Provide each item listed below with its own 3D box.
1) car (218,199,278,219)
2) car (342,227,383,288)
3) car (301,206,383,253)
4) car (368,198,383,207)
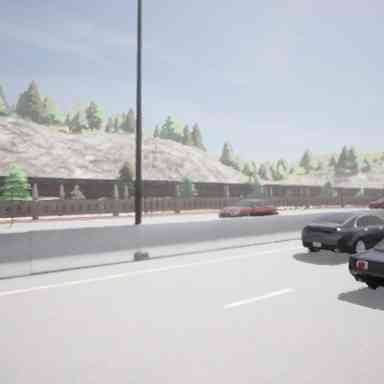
[{"bbox_3d":[4.083,1.321,24.009,4.553,1.767,2.097,0,0,-35],"label":"car"},{"bbox_3d":[5.818,1.584,7.893,4.718,1.301,1.895,0,0,-35],"label":"car"},{"bbox_3d":[6.100,1.483,12.394,4.892,1.490,1.837,0,0,-35],"label":"car"},{"bbox_3d":[23.031,1.418,39.163,5.008,1.535,1.882,0,0,-24],"label":"car"}]
